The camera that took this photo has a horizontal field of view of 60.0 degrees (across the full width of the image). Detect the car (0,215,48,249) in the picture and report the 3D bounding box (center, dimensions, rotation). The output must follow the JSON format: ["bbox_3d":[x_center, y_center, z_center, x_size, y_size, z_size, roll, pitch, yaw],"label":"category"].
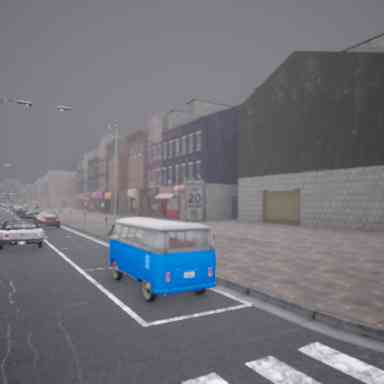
[{"bbox_3d":[-8.755,2.049,16.960,1.895,1.301,4.718,2,-2,-30],"label":"car"}]

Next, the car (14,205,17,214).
[{"bbox_3d":[-25.854,2.938,51.313,1.887,1.381,4.507,1,-2,-30],"label":"car"}]

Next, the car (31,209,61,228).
[{"bbox_3d":[-12.040,2.328,27.733,1.802,1.307,4.206,1,-2,-30],"label":"car"}]

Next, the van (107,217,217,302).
[{"bbox_3d":[-0.987,1.614,8.875,1.690,1.788,3.998,2,-2,-30],"label":"van"}]

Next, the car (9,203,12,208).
[{"bbox_3d":[-36.904,3.394,70.177,1.967,1.590,4.097,1,-2,-30],"label":"car"}]

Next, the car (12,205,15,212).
[{"bbox_3d":[-28.616,3.097,56.027,1.947,1.339,4.313,1,-2,-30],"label":"car"}]

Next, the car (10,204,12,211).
[{"bbox_3d":[-34.142,3.393,65.458,1.802,1.307,4.206,1,-2,-30],"label":"car"}]

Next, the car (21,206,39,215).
[{"bbox_3d":[-17.565,2.563,37.165,1.947,1.339,4.313,1,-2,-30],"label":"car"}]

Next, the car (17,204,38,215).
[{"bbox_3d":[-20.326,2.442,41.888,2.192,1.841,5.009,1,-2,-30],"label":"car"}]

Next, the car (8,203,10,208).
[{"bbox_3d":[-39.667,3.682,74.888,1.802,1.307,4.206,1,-2,-30],"label":"car"}]
